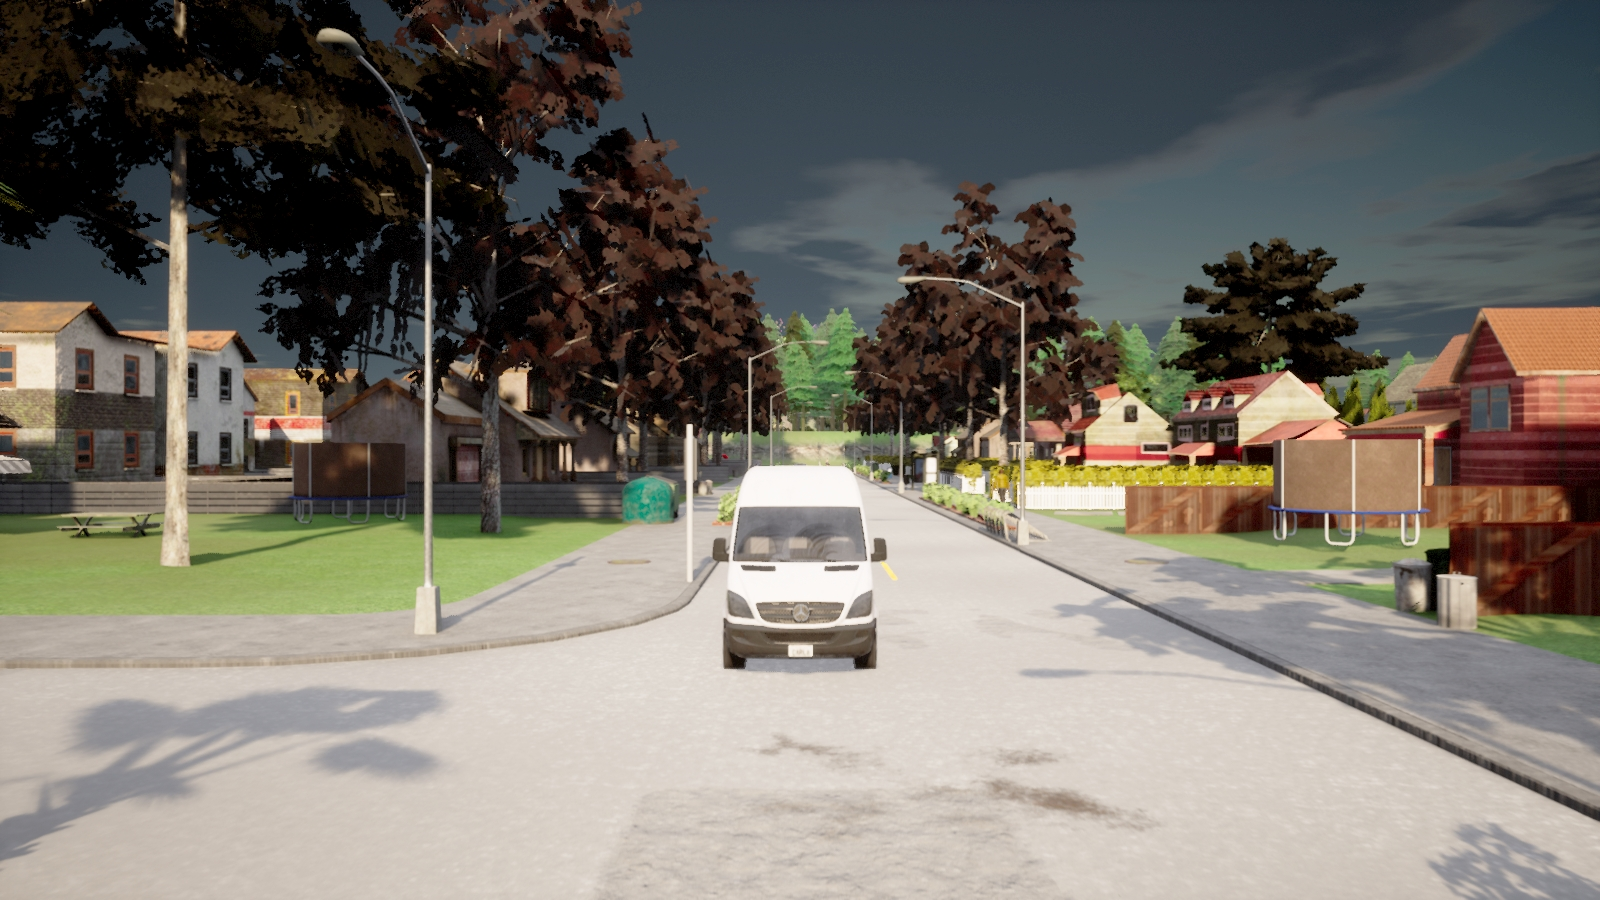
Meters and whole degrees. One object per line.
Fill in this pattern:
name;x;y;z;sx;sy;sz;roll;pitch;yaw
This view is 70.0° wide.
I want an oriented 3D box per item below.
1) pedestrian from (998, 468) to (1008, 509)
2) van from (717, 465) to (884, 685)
pedestrian;9.161;1.747;51.680;0.375;1.860;0.375;0;0;-2
van;0.001;1.536;16.613;1.988;2.561;5.915;0;0;0
